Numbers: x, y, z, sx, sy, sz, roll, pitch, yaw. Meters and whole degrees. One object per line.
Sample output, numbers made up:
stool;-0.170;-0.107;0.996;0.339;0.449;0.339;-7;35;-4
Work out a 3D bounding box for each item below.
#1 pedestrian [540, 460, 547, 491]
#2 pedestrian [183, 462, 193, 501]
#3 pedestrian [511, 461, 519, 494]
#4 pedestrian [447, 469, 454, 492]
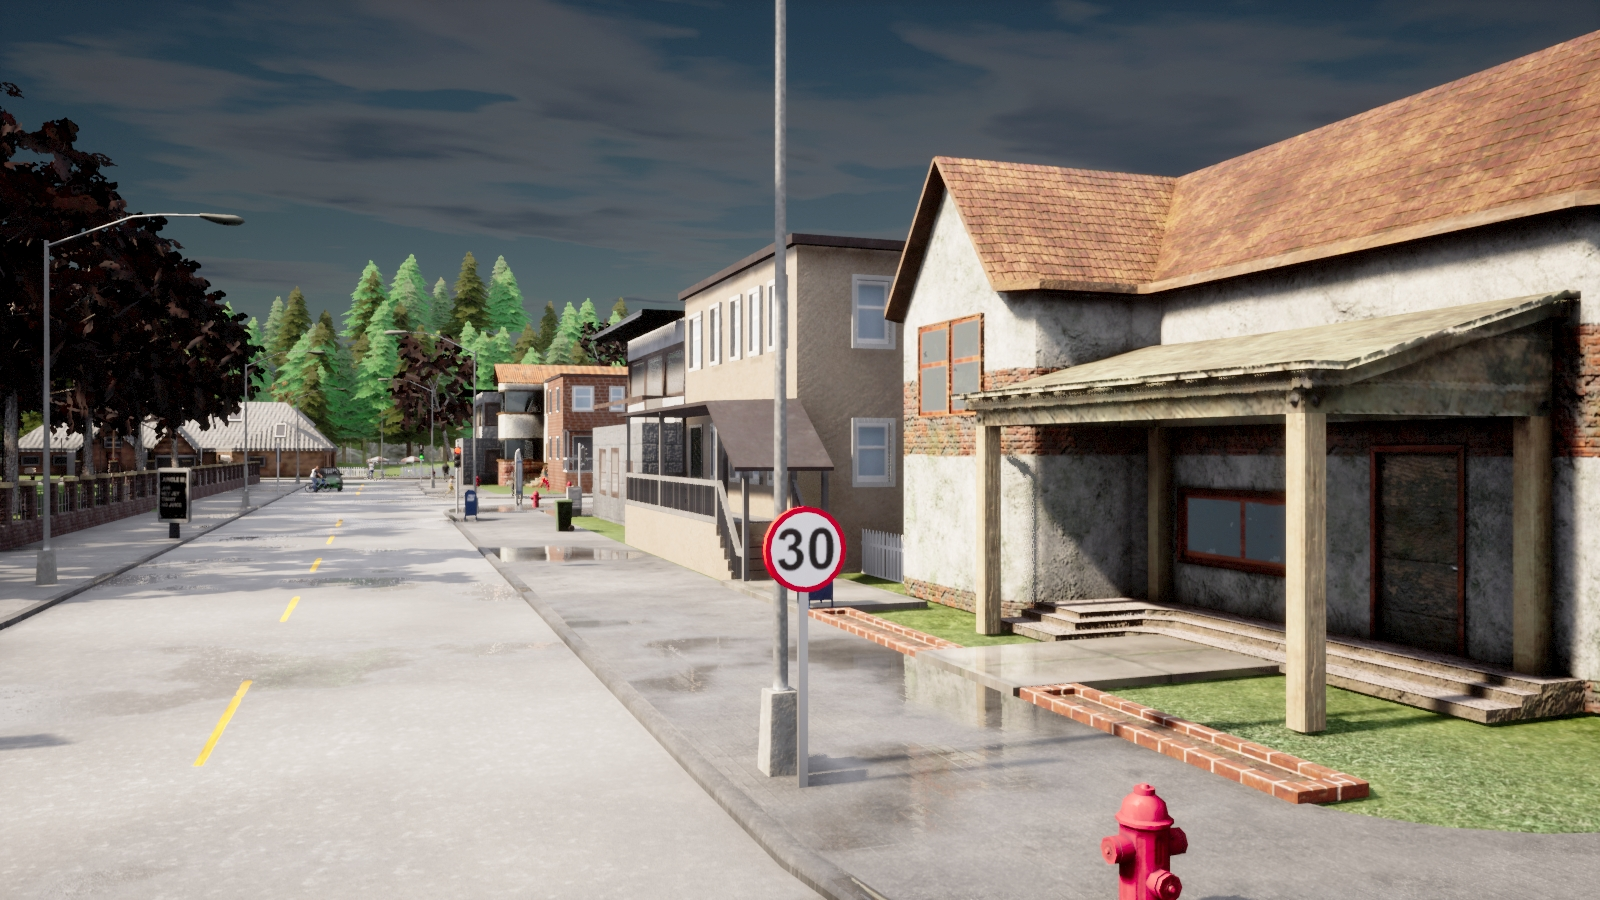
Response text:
pedestrian;-15.531;1.516;69.170;0.375;1.860;0.375;0;0;-3
pedestrian;-29.743;1.525;55.568;0.375;1.860;0.375;0;0;-20
pedestrian;-16.424;1.576;65.840;0.375;1.860;0.375;0;0;-37
pedestrian;-20.556;1.797;67.170;0.375;1.300;0.375;0;0;-15
